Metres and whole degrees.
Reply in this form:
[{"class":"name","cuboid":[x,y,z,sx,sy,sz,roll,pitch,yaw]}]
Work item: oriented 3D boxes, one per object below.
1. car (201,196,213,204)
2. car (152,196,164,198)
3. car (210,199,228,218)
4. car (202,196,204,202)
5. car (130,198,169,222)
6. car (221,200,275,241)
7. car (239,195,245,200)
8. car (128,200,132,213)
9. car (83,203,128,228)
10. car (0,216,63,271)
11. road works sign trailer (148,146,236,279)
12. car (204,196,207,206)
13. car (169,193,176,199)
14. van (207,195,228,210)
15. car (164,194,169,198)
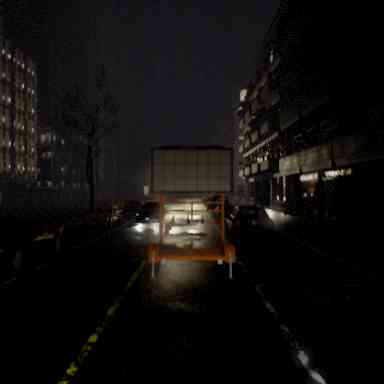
[{"class":"car","cuboid":[2.695,1.365,60.522,2.008,1.369,4.403,0,0,0]},{"class":"car","cuboid":[-5.686,1.369,49.287,1.752,1.417,4.829,0,0,0]},{"class":"car","cuboid":[2.691,1.489,27.326,1.802,1.307,4.206,0,0,0]},{"class":"car","cuboid":[2.694,1.394,49.456,2.008,1.369,4.403,0,0,0]},{"class":"car","cuboid":[-3.099,1.460,25.659,2.033,1.411,5.357,0,0,0]},{"class":"car","cuboid":[2.691,1.382,16.260,1.967,1.590,4.097,0,0,0]},{"class":"car","cuboid":[13.434,1.112,79.926,4.403,1.369,2.008,-1,1,-1]},{"class":"car","cuboid":[-5.688,1.473,32.860,1.802,1.307,4.206,0,0,0]},{"class":"car","cuboid":[-5.689,1.450,21.624,1.752,1.417,4.829,0,0,0]},{"class":"car","cuboid":[-5.690,1.506,10.729,1.887,1.381,4.507,0,0,0]},{"class":"road works sign trailer","cuboid":[0.000,0.428,9.926,2.380,3.560,2.880,0,0,0]},{"class":"car","cuboid":[2.693,1.315,38.391,1.967,1.590,4.097,0,0,0]},{"class":"car","cuboid":[-5.682,1.064,92.910,2.192,1.841,5.009,0,0,0]},{"class":"van","cuboid":[2.692,1.232,32.857,1.690,1.788,3.998,0,0,0]},{"class":"car","cuboid":[-5.685,1.359,60.523,1.887,1.381,4.507,0,0,0]}]
